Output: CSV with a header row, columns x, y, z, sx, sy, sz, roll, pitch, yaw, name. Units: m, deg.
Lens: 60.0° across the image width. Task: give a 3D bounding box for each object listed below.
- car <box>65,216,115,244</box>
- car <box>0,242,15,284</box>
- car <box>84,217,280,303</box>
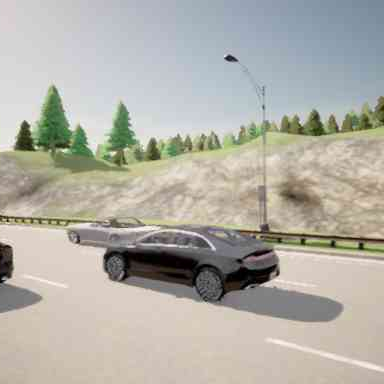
x,y,z,sx,sy,sz,roll,pitch,yaw,name
-3.730,1.776,15.284,4.718,1.301,1.895,-1,-1,36,car
-6.648,1.607,8.761,5.008,1.535,1.882,0,-1,36,car
-0.256,1.578,8.471,4.902,1.511,2.128,-1,-1,36,car
